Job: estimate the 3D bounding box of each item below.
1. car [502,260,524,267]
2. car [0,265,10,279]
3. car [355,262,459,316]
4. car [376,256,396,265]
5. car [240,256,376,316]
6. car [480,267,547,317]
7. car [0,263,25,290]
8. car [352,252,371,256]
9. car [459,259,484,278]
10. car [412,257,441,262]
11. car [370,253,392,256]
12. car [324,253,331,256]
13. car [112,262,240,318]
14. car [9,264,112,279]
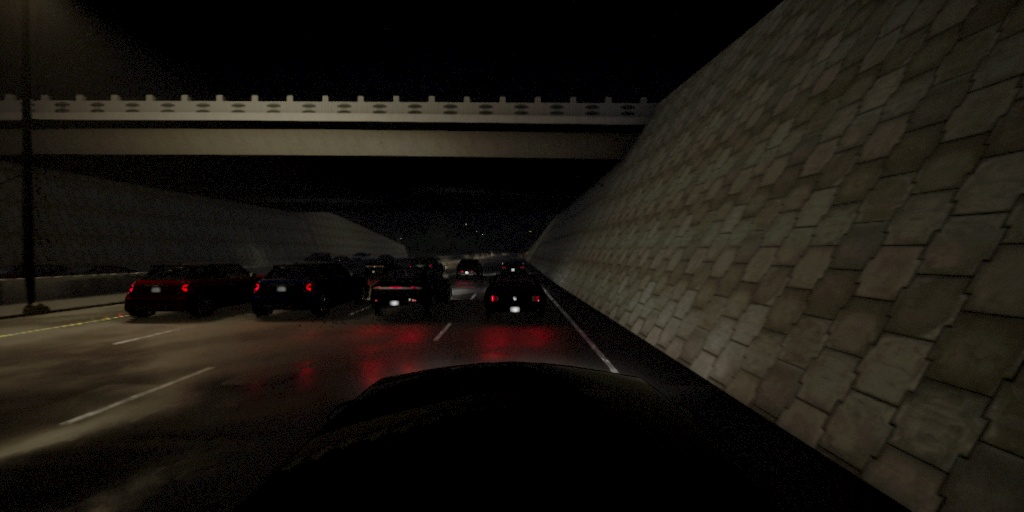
[{"bbox_3d":[0.084,1.033,30.052,1.994,1.385,4.181,0,1,0],"label":"car"},{"bbox_3d":[-24.609,1.135,18.143,2.033,1.411,5.357,0,1,0],"label":"car"},{"bbox_3d":[-3.407,1.131,12.817,2.128,1.511,4.902,0,1,0],"label":"car"},{"bbox_3d":[-10.416,0.968,29.367,2.128,1.511,4.902,0,1,0],"label":"car"},{"bbox_3d":[-6.908,0.992,12.874,2.097,1.767,4.553,0,1,0],"label":"car"},{"bbox_3d":[0.093,1.243,12.634,1.895,1.301,4.718,0,1,0],"label":"car"},{"bbox_3d":[-28.108,1.118,17.691,1.812,1.442,4.674,0,1,0],"label":"car"},{"bbox_3d":[-24.574,0.407,58.685,2.150,2.045,5.566,0,1,0],"label":"car"},{"bbox_3d":[-3.416,0.980,29.462,1.837,1.490,4.892,0,1,0],"label":"car"},{"bbox_3d":[-6.916,0.831,29.096,2.097,1.767,4.553,0,1,0],"label":"car"},{"bbox_3d":[-21.083,0.532,59.246,2.097,1.767,4.553,0,1,0],"label":"car"},{"bbox_3d":[-28.075,0.663,58.709,1.882,1.535,5.008,0,1,0],"label":"car"},{"bbox_3d":[-10.408,0.994,12.605,2.097,1.767,4.553,0,1,0],"label":"car"},{"bbox_3d":[-21.109,1.153,17.944,1.994,1.385,4.181,0,1,0],"label":"car"}]
